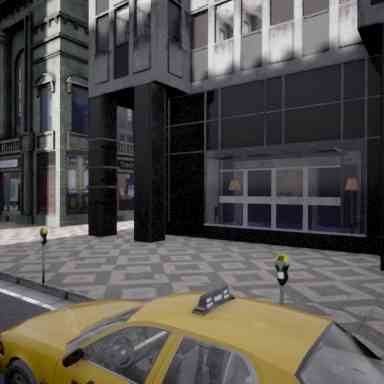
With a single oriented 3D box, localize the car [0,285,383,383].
[{"bbox_3d":[-0.021,1.525,2.979,4.829,1.417,1.752,0,0,36],"label":"car"}]
